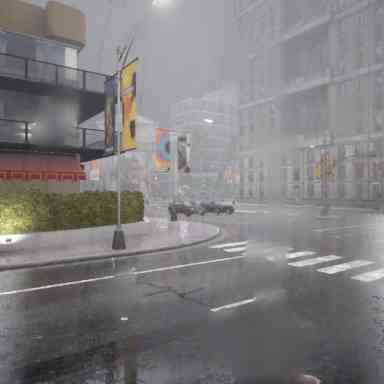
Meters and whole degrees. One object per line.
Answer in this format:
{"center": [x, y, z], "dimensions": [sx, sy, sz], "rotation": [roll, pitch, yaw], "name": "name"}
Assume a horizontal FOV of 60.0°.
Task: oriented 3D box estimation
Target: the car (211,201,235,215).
{"center": [2.251, 1.601, 34.143], "dimensions": [1.895, 1.301, 4.718], "rotation": [0, 0, -35], "name": "car"}

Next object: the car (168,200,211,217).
{"center": [-0.598, 1.526, 32.112], "dimensions": [1.812, 1.442, 4.674], "rotation": [0, 0, -35], "name": "car"}
